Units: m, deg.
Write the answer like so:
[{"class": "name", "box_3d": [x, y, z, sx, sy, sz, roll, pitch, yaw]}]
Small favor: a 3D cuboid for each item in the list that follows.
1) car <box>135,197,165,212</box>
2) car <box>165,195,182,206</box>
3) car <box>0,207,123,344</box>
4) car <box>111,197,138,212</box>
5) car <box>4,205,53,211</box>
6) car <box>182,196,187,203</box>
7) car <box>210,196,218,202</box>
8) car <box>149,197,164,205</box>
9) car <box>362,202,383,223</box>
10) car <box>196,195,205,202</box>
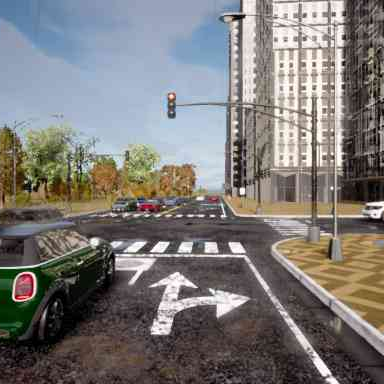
[{"class": "car", "box_3d": [-4.638, 1.592, 37.733, 1.895, 1.301, 4.718, 0, 0, 4]}, {"class": "car", "box_3d": [-3.328, 1.345, 54.115, 2.097, 1.767, 4.553, 0, 0, 5]}, {"class": "car", "box_3d": [-3.007, 1.351, 6.592, 2.097, 1.767, 4.553, 0, 0, 1]}, {"class": "car", "box_3d": [-7.833, 1.343, 38.546, 2.097, 1.767, 4.553, 0, 0, 5]}, {"class": "car", "box_3d": [-6.277, 1.349, 12.443, 2.097, 1.767, 4.553, 0, 0, 2]}, {"class": "car", "box_3d": [-2.051, 1.564, 69.240, 1.994, 1.385, 4.181, 0, 0, 5]}, {"class": "car", "box_3d": [5.216, 1.561, 78.702, 1.994, 1.385, 4.181, 0, 0, 5]}, {"class": "car", "box_3d": [-6.205, 1.557, 58.904, 1.994, 1.385, 4.181, 0, 0, 5]}, {"class": "car", "box_3d": [14.821, 1.059, 22.846, 5.566, 2.045, 2.150, 0, 0, 5]}, {"class": "car", "box_3d": [1.982, 1.532, 79.024, 1.812, 1.442, 4.674, 0, 0, 5]}]
